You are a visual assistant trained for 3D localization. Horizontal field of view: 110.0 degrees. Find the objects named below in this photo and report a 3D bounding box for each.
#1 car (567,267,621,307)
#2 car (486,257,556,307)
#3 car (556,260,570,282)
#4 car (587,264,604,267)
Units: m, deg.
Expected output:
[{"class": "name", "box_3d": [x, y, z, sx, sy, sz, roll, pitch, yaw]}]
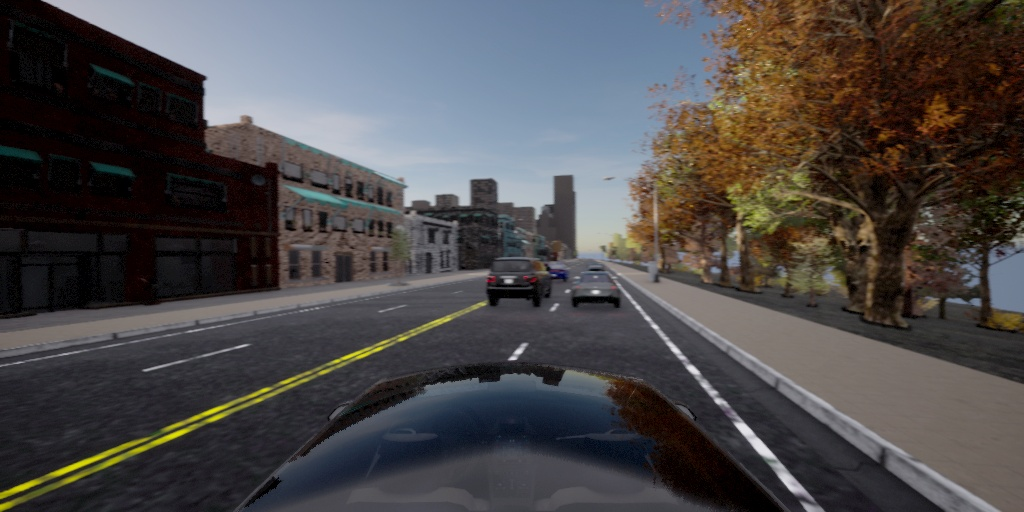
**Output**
[{"class": "car", "box_3d": [3.702, 1.376, 15.864, 1.994, 1.385, 4.181, -1, 0, 13]}, {"class": "car", "box_3d": [0.481, 1.070, 16.386, 2.150, 2.045, 5.566, -1, 0, 13]}, {"class": "car", "box_3d": [3.962, 1.403, 31.426, 1.882, 1.535, 5.008, -1, 0, 13]}, {"class": "car", "box_3d": [7.091, 1.390, 30.534, 1.837, 1.490, 4.892, -1, 0, 13]}]
